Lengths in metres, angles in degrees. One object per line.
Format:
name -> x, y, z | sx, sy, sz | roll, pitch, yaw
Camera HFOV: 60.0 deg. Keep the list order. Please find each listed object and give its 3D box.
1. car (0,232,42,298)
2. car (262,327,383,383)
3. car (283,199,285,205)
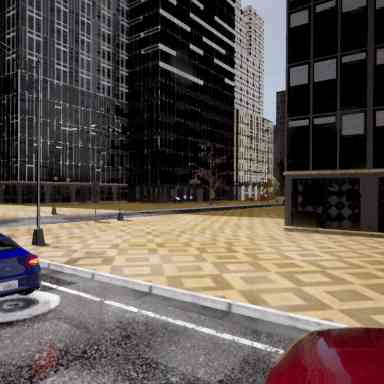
car -> -5.160, 1.523, 7.371 | 4.674, 1.442, 1.812 | 0, 0, 36
car -> 2.437, 1.564, 1.937 | 4.181, 1.385, 1.994 | 0, 0, 35
car -> 18.991, 1.795, 63.560 | 1.837, 1.490, 4.892 | 1, 0, 37
